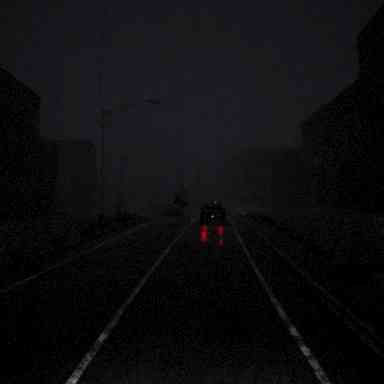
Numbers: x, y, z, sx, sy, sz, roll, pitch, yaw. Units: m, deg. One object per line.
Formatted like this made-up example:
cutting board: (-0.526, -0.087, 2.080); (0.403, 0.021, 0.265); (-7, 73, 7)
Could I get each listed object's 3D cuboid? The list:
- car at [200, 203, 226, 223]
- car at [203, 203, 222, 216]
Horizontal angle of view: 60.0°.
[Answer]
car: (1.635, 1.566, 25.861); (2.128, 1.511, 4.902); (0, -1, 4)
car: (2.545, 2.293, 42.695); (2.128, 1.511, 4.902); (0, -4, 0)
